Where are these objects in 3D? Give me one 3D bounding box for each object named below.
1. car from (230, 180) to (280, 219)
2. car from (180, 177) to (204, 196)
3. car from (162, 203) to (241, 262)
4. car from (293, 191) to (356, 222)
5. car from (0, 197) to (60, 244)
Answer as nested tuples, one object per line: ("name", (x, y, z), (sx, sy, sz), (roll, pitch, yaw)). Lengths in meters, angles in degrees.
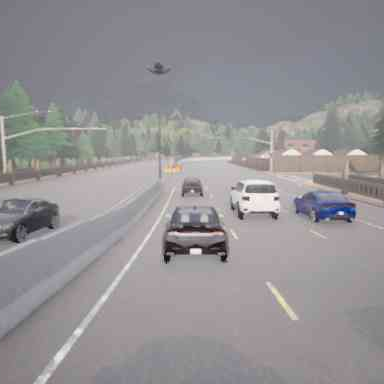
("car", (3.563, 0.288, 19.529), (2.150, 2.045, 5.566), (0, 5, 0))
("car", (0.008, -0.568, 30.004), (1.837, 1.490, 4.892), (0, 6, 0))
("car", (0.093, 1.174, 10.855), (2.128, 1.511, 4.902), (0, 3, 0))
("car", (7.071, 0.657, 18.250), (1.882, 1.535, 5.008), (0, 5, 0))
("car", (-7.033, 1.023, 13.494), (2.128, 1.511, 4.902), (0, 3, 0))
